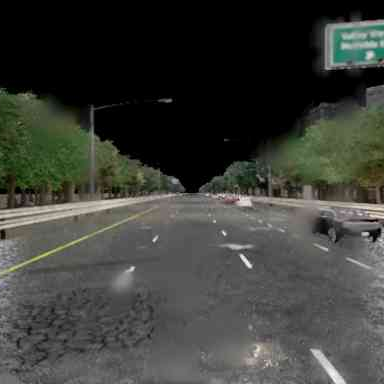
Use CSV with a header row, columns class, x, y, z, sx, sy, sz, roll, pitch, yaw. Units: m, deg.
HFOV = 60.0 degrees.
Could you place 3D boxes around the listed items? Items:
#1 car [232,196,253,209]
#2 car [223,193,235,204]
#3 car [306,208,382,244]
class,x,y,z,sx,sy,sz,roll,pitch,yaw
car,6.998,1.532,45.020,1.812,1.442,4.674,0,0,0
car,7.001,1.354,62.310,2.097,1.767,4.553,0,0,0
car,7.000,1.491,15.876,2.128,1.511,4.902,0,0,0
